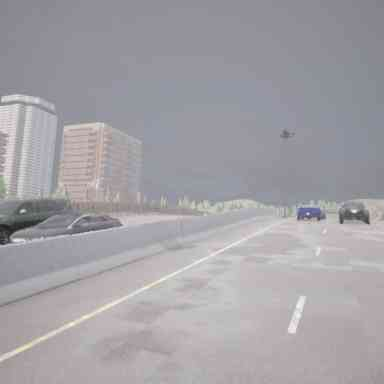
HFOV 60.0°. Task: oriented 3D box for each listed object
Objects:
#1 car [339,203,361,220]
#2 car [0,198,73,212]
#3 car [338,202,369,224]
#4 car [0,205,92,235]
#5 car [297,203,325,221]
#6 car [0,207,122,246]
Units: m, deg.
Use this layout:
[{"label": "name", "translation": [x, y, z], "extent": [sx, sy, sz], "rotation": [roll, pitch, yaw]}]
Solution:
[{"label": "car", "translation": [17.747, 2.277, 37.608], "extent": [2.097, 1.767, 4.553], "rotation": [0, -5, 24]}, {"label": "car", "translation": [-7.681, 1.297, 14.966], "extent": [2.150, 2.045, 5.566], "rotation": [0, 0, 24]}, {"label": "car", "translation": [13.230, 1.603, 27.304], "extent": [2.097, 1.767, 4.553], "rotation": [0, -2, 24]}, {"label": "car", "translation": [-8.908, 1.649, 20.883], "extent": [2.033, 1.411, 5.357], "rotation": [0, 0, 24]}, {"label": "car", "translation": [10.977, 1.834, 30.883], "extent": [1.882, 1.535, 5.008], "rotation": [0, -3, 24]}, {"label": "car", "translation": [-4.689, 1.556, 13.071], "extent": [2.128, 1.511, 4.902], "rotation": [0, 0, 24]}]
